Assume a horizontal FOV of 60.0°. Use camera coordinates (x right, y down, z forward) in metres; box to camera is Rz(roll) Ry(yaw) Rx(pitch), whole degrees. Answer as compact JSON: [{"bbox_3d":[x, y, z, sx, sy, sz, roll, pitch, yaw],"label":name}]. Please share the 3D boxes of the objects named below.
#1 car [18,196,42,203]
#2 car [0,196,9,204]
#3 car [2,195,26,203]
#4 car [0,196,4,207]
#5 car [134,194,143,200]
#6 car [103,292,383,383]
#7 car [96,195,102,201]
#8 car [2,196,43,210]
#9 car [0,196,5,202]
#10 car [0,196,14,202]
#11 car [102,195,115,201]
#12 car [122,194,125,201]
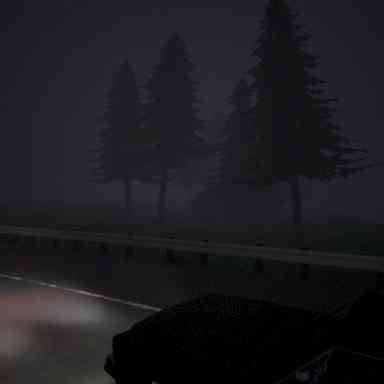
[{"bbox_3d":[-35.012,1.540,72.020,2.033,1.411,5.357,0,0,6],"label":"car"},{"bbox_3d":[-36.960,1.525,61.903,2.128,1.511,4.902,0,0,17],"label":"car"},{"bbox_3d":[-38.538,1.525,72.126,2.128,1.511,4.902,0,0,10],"label":"car"},{"bbox_3d":[-24.910,1.547,40.595,2.033,1.411,5.357,0,0,17],"label":"car"},{"bbox_3d":[-13.809,1.355,85.788,2.097,1.767,4.553,0,0,-5],"label":"car"},{"bbox_3d":[1.462,1.601,2.725,4.718,1.301,1.895,0,0,35],"label":"car"},{"bbox_3d":[-24.698,1.525,89.389,2.128,1.511,4.902,0,0,-9],"label":"car"},{"bbox_3d":[-20.900,1.525,41.776,1.812,1.442,4.674,0,0,17],"label":"car"},{"bbox_3d":[-45.192,1.552,76.366,1.994,1.385,4.181,0,0,6],"label":"car"},{"bbox_3d":[-41.872,1.595,73.841,1.895,1.301,4.718,0,0,6],"label":"car"},{"bbox_3d":[-20.741,1.500,84.439,1.837,1.490,4.892,0,0,-5],"label":"car"},{"bbox_3d":[-17.616,1.355,89.235,2.097,1.767,4.553,0,0,-9],"label":"car"}]
